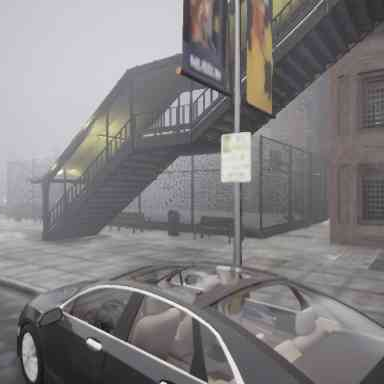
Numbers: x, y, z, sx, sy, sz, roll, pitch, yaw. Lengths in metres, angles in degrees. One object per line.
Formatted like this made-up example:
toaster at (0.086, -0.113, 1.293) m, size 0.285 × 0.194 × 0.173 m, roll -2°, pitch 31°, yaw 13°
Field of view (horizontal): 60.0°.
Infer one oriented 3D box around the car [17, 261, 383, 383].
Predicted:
car at (-0.173, 1.479, 3.385) m, size 2.231 × 1.521 × 4.892 m, roll 0°, pitch 0°, yaw -45°
